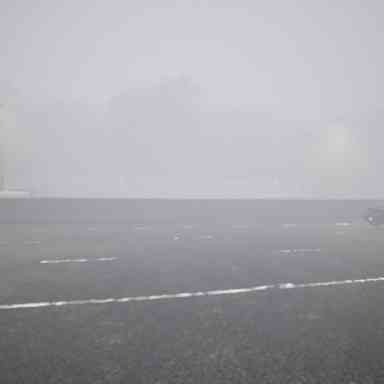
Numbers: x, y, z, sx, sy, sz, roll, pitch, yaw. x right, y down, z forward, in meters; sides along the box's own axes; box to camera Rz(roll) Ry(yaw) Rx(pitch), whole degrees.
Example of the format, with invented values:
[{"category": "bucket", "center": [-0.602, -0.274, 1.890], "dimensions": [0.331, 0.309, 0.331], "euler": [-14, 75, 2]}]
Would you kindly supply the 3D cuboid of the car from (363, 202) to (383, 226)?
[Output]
[{"category": "car", "center": [12.467, 1.305, 19.546], "dimensions": [4.892, 1.490, 1.837], "euler": [1, 1, -16]}]
